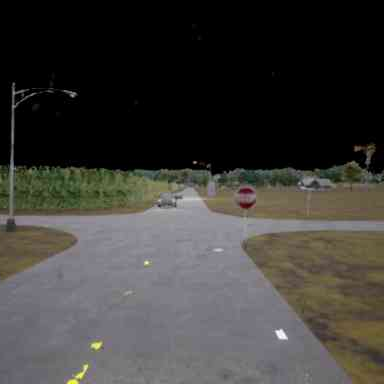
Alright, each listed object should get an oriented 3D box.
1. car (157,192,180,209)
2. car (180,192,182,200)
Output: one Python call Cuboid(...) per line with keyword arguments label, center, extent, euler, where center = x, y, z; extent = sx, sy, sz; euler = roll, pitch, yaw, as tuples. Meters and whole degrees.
Cuboid(label="car", center=(-2.760, 0.916, 38.385), extent=(2.097, 1.767, 4.553), euler=(0, 0, 0))
Cuboid(label="car", center=(-2.769, 0.757, 63.254), extent=(2.033, 1.411, 5.357), euler=(0, 1, 0))
